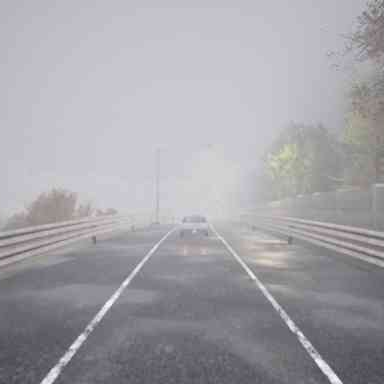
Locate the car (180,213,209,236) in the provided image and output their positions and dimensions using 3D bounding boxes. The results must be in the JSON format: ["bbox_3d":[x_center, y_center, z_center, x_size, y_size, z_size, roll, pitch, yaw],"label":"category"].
[{"bbox_3d":[0.173,2.321,23.185,1.895,1.301,4.718,0,-3,1],"label":"car"}]

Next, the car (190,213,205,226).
[{"bbox_3d":[0.773,3.538,43.061,1.837,1.490,4.892,0,-3,3],"label":"car"}]
